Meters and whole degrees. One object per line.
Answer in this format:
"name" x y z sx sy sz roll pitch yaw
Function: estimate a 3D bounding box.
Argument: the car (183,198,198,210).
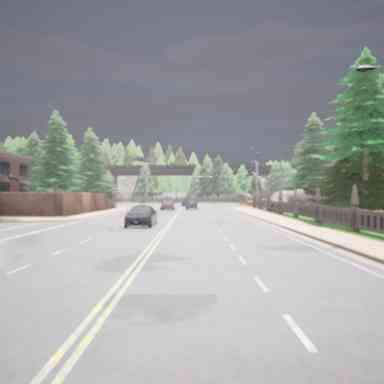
"car" -0.008 2.047 53.079 2.033 1.411 5.357 0 -1 0

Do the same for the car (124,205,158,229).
"car" -3.601 1.704 23.944 1.882 1.535 5.008 0 -1 0

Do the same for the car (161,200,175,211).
"car" -3.550 1.992 49.515 1.812 1.442 4.674 0 -1 1

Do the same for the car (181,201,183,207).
"car" -0.595 1.949 63.410 2.097 1.767 4.553 0 -1 -15
